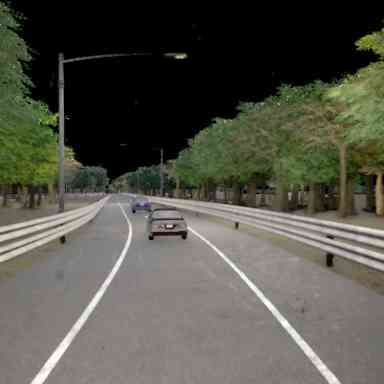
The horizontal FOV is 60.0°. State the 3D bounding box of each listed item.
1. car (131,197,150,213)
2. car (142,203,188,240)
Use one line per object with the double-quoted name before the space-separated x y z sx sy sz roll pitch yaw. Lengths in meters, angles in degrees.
"car" -5.779 1.347 37.458 2.097 1.767 4.553 0 0 -13
"car" -1.386 1.545 17.139 2.033 1.411 5.357 0 0 -9
